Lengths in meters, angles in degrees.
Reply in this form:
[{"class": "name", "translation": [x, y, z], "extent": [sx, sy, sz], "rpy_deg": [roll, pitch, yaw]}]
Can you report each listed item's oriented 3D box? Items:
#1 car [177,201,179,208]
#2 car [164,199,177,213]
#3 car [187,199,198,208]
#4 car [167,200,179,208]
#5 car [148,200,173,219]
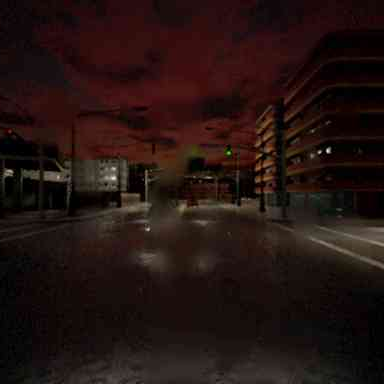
[{"class": "car", "translation": [-3.358, 1.935, 50.798], "extent": [1.882, 1.535, 5.008], "rpy_deg": [0, -1, 0]}, {"class": "car", "translation": [-3.285, 1.727, 41.617], "extent": [2.097, 1.767, 4.553], "rpy_deg": [0, -1, 0]}, {"class": "car", "translation": [0.098, 2.058, 61.087], "extent": [1.837, 1.490, 4.892], "rpy_deg": [0, -1, -1]}, {"class": "car", "translation": [-3.400, 2.112, 60.822], "extent": [1.994, 1.385, 4.181], "rpy_deg": [0, -1, -1]}, {"class": "car", "translation": [-3.155, 1.797, 32.411], "extent": [1.837, 1.490, 4.892], "rpy_deg": [0, -1, -1]}]
